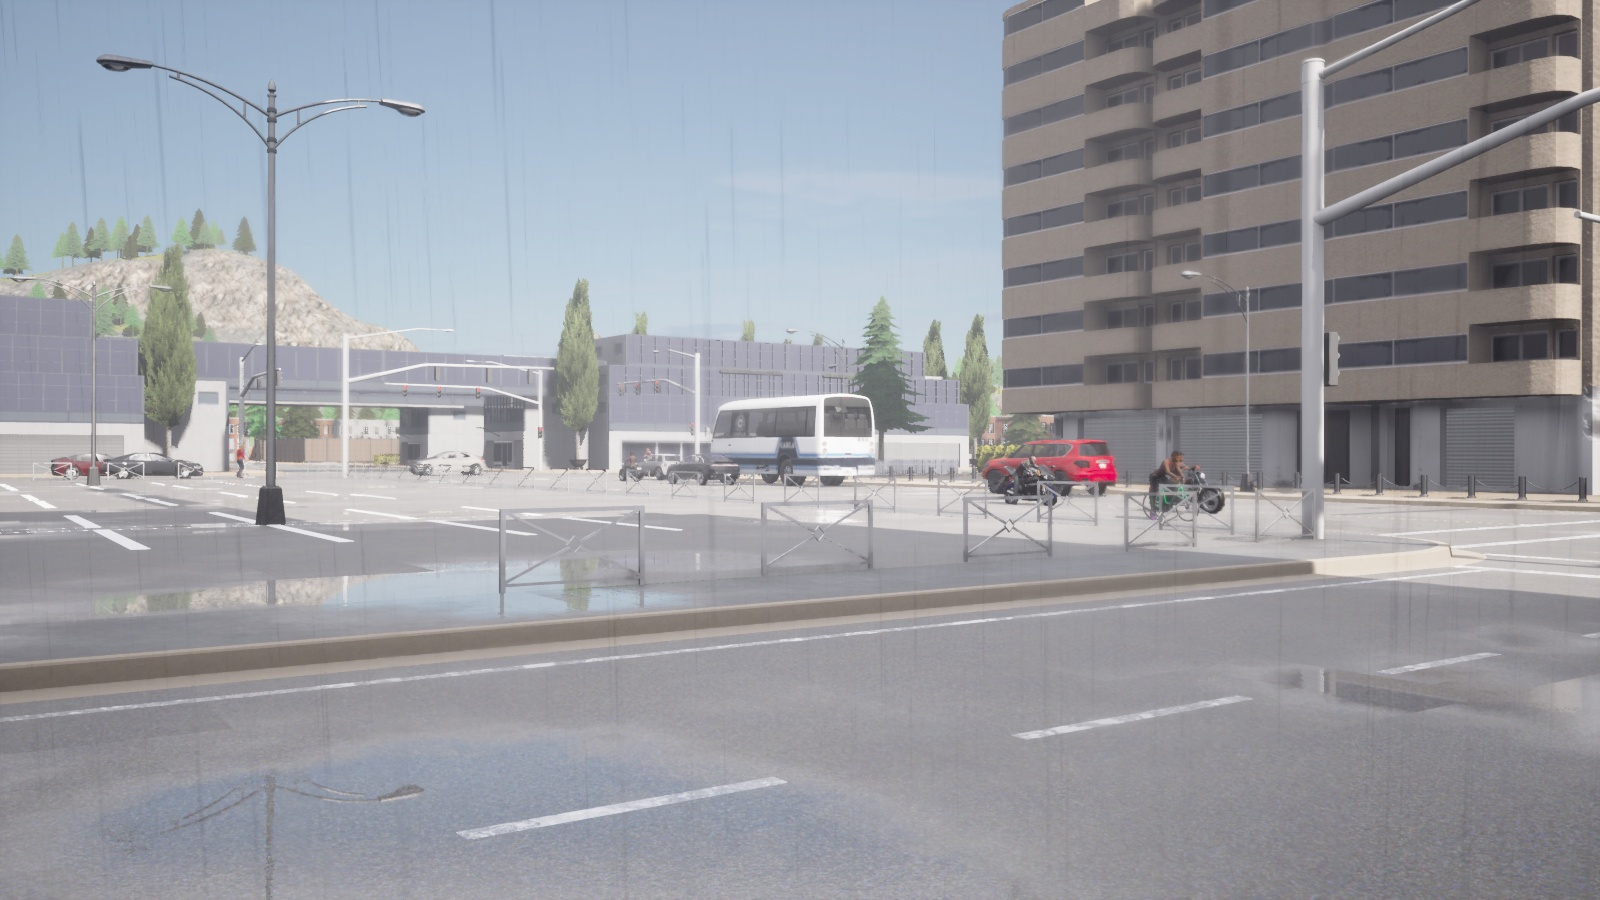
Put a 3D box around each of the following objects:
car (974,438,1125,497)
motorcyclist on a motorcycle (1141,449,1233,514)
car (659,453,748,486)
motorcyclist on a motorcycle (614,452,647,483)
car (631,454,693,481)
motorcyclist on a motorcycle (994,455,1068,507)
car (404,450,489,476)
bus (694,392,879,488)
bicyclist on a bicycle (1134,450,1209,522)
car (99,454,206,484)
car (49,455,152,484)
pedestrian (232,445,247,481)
[{"bbox_3d":[9.199,0.614,46.780,2.150,2.045,5.566,0,0,-35],"label":"car"},{"bbox_3d":[10.169,0.810,33.058,0.766,1.649,2.350,0,0,-35],"label":"motorcyclist on a motorcycle"},{"bbox_3d":[-4.736,0.915,60.790,2.128,1.511,4.902,0,0,-34],"label":"car"},{"bbox_3d":[-9.068,0.934,67.065,0.766,1.649,2.350,0,0,-35],"label":"motorcyclist on a motorcycle"},{"bbox_3d":[-7.896,0.957,71.525,1.970,1.475,3.806,0,0,-34],"label":"car"},{"bbox_3d":[6.925,0.913,37.755,0.866,1.530,2.191,0,0,-35],"label":"motorcyclist on a motorcycle"},{"bbox_3d":[-23.488,0.833,83.480,5.027,1.651,2.152,0,0,-35],"label":"car"},{"bbox_3d":[-0.890,-0.424,61.381,3.944,4.253,10.273,0,0,-35],"label":"bus"},{"bbox_3d":[8.608,0.806,29.160,0.582,1.620,1.656,0,0,-35],"label":"bicyclist on a bicycle"},{"bbox_3d":[-34.676,0.995,67.294,4.902,1.511,2.128,0,0,-34],"label":"car"},{"bbox_3d":[-38.436,1.050,69.001,4.792,1.488,2.163,0,0,-33],"label":"car"},{"bbox_3d":[-29.369,0.682,65.850,0.331,1.846,0.636,0,0,34],"label":"pedestrian"}]
